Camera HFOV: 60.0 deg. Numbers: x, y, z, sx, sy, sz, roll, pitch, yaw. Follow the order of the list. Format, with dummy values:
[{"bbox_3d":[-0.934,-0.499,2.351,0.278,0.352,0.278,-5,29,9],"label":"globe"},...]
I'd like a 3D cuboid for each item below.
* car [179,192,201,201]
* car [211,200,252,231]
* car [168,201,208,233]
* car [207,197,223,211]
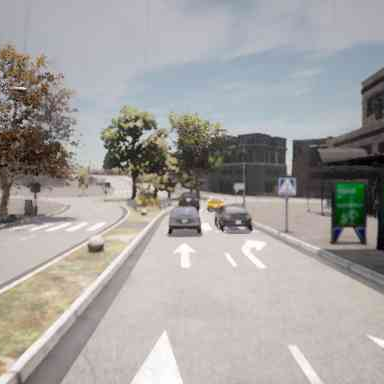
[{"bbox_3d":[-0.200,0.998,37.696,2.150,2.045,5.566,0,1,4],"label":"car"},{"bbox_3d":[2.429,1.454,20.171,1.812,1.442,4.674,0,0,-2],"label":"car"},{"bbox_3d":[-0.417,1.487,19.155,2.033,1.411,5.357,0,0,-1],"label":"car"},{"bbox_3d":[2.662,1.258,37.396,1.882,1.535,5.008,0,1,3],"label":"car"}]
